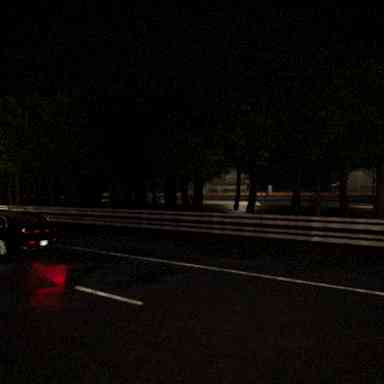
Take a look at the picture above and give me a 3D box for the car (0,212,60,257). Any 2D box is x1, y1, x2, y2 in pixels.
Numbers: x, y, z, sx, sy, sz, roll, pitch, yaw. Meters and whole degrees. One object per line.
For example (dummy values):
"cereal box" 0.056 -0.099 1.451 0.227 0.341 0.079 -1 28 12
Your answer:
"car" -7.250 1.543 13.119 4.892 1.490 1.837 0 0 34
